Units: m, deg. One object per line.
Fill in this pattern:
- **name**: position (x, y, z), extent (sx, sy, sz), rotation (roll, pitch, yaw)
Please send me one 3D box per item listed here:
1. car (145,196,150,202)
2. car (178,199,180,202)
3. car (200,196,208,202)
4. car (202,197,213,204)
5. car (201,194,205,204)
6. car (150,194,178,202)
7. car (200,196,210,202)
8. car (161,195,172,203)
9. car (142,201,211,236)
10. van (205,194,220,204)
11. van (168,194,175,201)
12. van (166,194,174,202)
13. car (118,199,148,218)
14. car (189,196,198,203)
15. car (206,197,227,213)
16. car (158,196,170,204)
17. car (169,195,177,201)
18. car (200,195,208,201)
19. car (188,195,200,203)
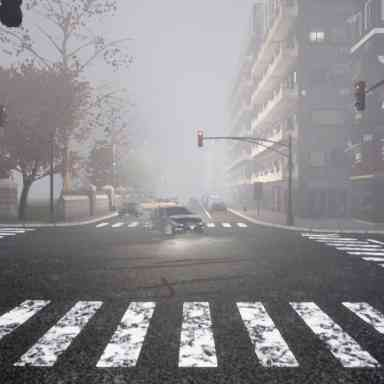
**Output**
- **car**: position (-5.535, 1.549, 41.953), extent (1.752, 1.417, 4.829), rotation (0, 0, 0)
- **car**: position (-2.903, 1.538, 51.425), extent (1.837, 1.490, 4.892), rotation (0, 1, 0)
- **car**: position (2.988, 1.634, 81.503), extent (1.887, 1.381, 4.507), rotation (0, 0, 0)
- **car**: position (2.927, 1.602, 64.612), extent (1.887, 1.381, 4.507), rotation (0, 0, 0)
- **car**: position (2.887, 1.479, 53.352), extent (1.967, 1.590, 4.097), rotation (0, 0, 0)
- **car**: position (-2.970, 1.369, 35.861), extent (2.097, 1.767, 4.553), rotation (0, 0, 0)
- **car**: position (2.968, 1.628, 75.873), extent (2.008, 1.369, 4.403), rotation (0, 0, 0)
- **car**: position (-5.432, 1.507, 70.273), extent (1.967, 1.590, 4.097), rotation (0, 0, 0)
- **car**: position (-1.034, 1.511, 18.622), extent (1.837, 1.490, 4.892), rotation (-1, 0, -25)
- **van**: position (2.846, 1.365, 42.092), extent (1.690, 1.788, 3.998), rotation (0, 0, 0)
- **van**: position (-5.371, 1.444, 87.163), extent (1.690, 1.788, 3.998), rotation (0, 0, 0)
- **van**: position (-5.392, 1.431, 81.534), extent (1.690, 1.788, 3.998), rotation (0, 0, 0)
- **car**: position (-5.575, 1.579, 30.862), extent (1.947, 1.339, 4.313), rotation (0, 0, 0)
- **car**: position (0.326, 1.594, 71.156), extent (1.812, 1.442, 4.674), rotation (0, 0, 0)
- **car**: position (2.825, 1.563, 36.461), extent (1.887, 1.381, 4.507), rotation (0, 0, 0)
- **car**: position (-5.453, 1.497, 64.644), extent (1.967, 1.590, 4.097), rotation (0, 0, 0)
- **car**: position (-5.351, 1.668, 92.792), extent (2.008, 1.369, 4.403), rotation (0, 0, 0)
- **car**: position (3.009, 1.543, 87.132), extent (1.967, 1.590, 4.097), rotation (0, 0, 0)
- **car**: position (0.326, 1.615, 61.172), extent (1.994, 1.385, 4.181), rotation (0, 0, 0)
